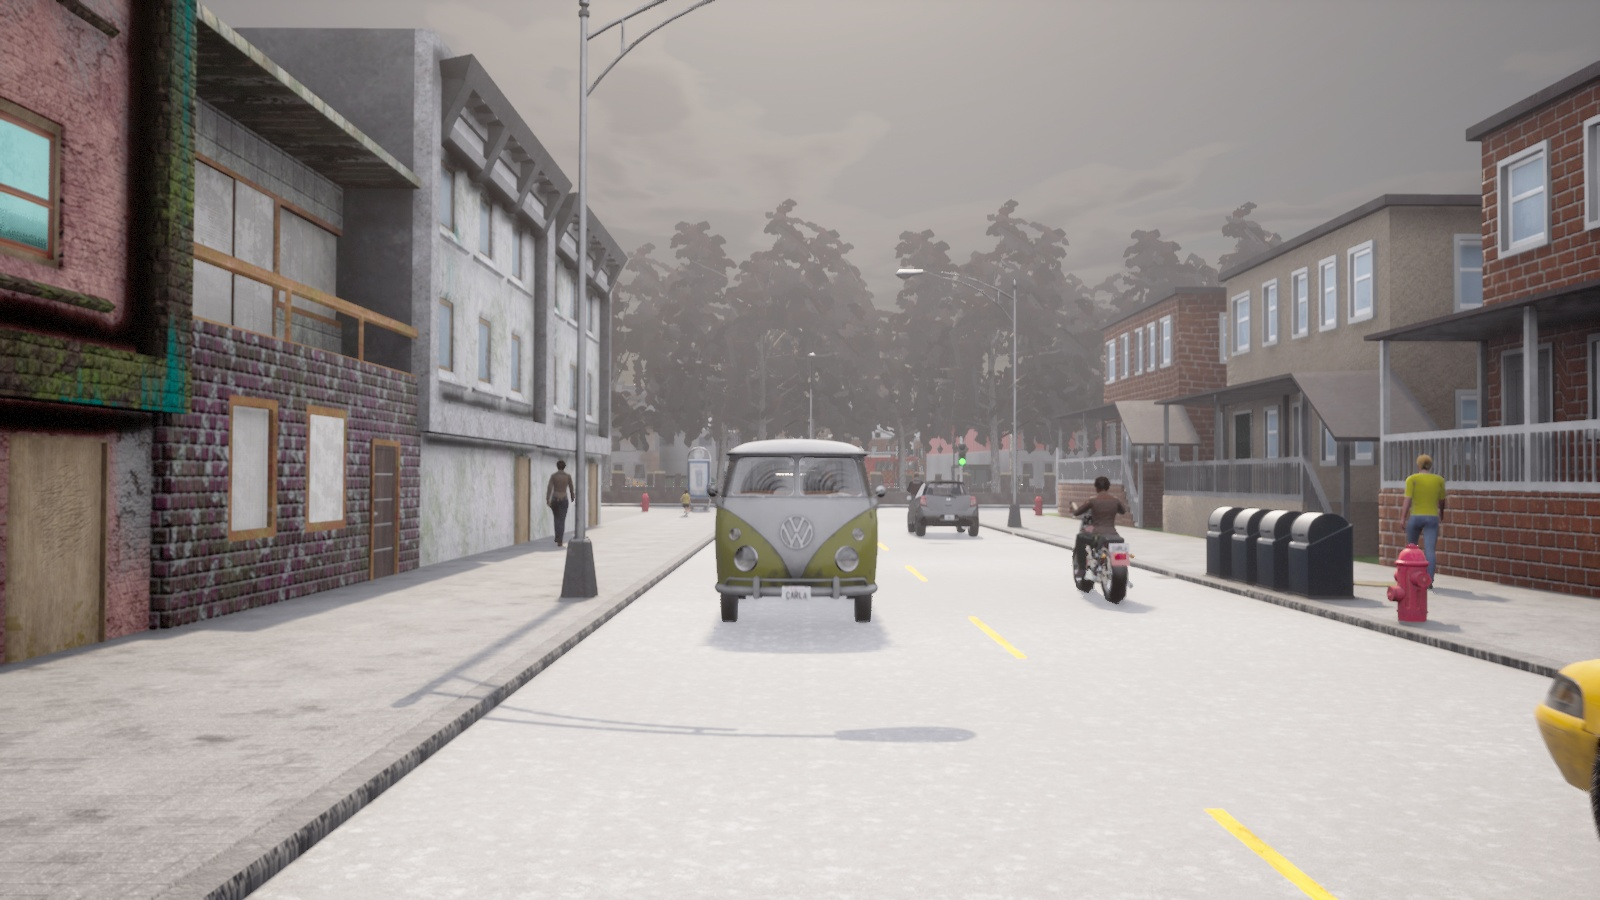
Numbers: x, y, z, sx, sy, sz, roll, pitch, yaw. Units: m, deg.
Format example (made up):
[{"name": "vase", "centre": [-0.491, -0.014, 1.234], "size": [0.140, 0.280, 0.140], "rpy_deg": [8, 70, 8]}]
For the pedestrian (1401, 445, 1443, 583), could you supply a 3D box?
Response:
[{"name": "pedestrian", "centre": [8.464, 0.859, 17.113], "size": [0.354, 1.836, 0.706], "rpy_deg": [-1, -1, 15]}]

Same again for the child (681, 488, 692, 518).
[{"name": "child", "centre": [-4.164, 1.947, 46.158], "size": [0.255, 1.110, 0.394], "rpy_deg": [-1, -1, 17]}]

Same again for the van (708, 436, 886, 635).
[{"name": "van", "centre": [-0.032, 0.903, 14.801], "size": [1.775, 1.987, 4.442], "rpy_deg": [0, -1, 0]}]

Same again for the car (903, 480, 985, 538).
[{"name": "car", "centre": [3.925, 1.587, 34.794], "size": [1.845, 1.501, 3.633], "rpy_deg": [0, -1, 0]}]

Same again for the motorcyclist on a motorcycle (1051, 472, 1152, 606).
[{"name": "motorcyclist on a motorcycle", "centre": [3.965, 1.126, 16.720], "size": [0.766, 1.649, 2.350], "rpy_deg": [0, -1, 0]}]

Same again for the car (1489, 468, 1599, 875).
[{"name": "car", "centre": [3.996, 0.811, 2.923], "size": [1.801, 1.575, 5.366], "rpy_deg": [0, -1, 0]}]

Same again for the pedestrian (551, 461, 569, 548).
[{"name": "pedestrian", "centre": [-5.038, 1.135, 26.377], "size": [0.328, 1.805, 0.869], "rpy_deg": [0, -1, -9]}]
